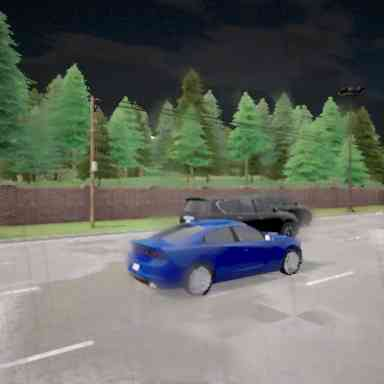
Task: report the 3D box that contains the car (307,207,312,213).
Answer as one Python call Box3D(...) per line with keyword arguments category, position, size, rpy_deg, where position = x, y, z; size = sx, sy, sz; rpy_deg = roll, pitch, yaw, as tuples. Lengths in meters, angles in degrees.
Box3D(category="car", position=(4.886, 1.160, 20.127), size=(5.566, 2.045, 2.150), rpy_deg=(0, 0, -36))

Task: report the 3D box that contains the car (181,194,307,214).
Box3D(category="car", position=(2.041, 1.184, 13.800), size=(5.566, 2.045, 2.150), rpy_deg=(0, 0, -35))

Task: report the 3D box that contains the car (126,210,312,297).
Box3D(category="car", position=(0.799, 1.456, 8.616), size=(5.008, 1.535, 1.882), rpy_deg=(0, 0, -35))
